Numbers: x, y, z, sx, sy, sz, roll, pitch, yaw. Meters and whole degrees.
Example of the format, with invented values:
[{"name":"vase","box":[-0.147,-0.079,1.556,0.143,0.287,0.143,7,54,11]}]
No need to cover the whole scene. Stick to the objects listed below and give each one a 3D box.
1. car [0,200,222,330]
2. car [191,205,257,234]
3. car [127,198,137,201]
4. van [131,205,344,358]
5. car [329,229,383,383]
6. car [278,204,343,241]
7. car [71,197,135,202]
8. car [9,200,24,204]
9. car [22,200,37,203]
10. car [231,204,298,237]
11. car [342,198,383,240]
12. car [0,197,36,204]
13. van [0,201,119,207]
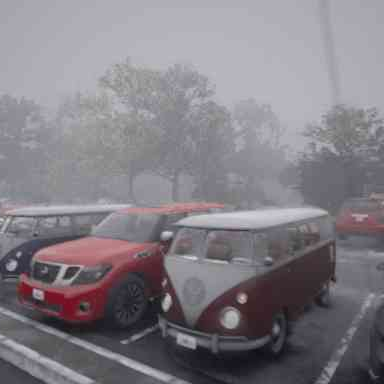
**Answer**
[{"name":"car","box":[-0.893,1.321,7.676,2.435,2.045,5.566,-1,0,36]},{"name":"car","box":[2.212,1.649,21.550,2.163,1.488,4.792,-1,0,36]},{"name":"car","box":[-2.275,1.541,24.850,2.185,1.767,4.553,-1,0,36]},{"name":"van","box":[1.215,1.324,6.053,1.878,1.987,4.442,-1,0,36]},{"name":"car","box":[3.641,1.525,4.444,2.231,1.521,4.892,-1,0,36]},{"name":"car","box":[6.759,1.569,18.547,1.946,1.575,5.366,-1,0,36]},{"name":"car","box":[-6.833,1.461,28.053,2.435,2.045,5.566,-1,0,36]},{"name":"car","box":[-15.860,1.837,34.578,2.002,1.452,4.674,-1,0,36]},{"name":"car","box":[-13.604,1.777,32.947,2.097,1.535,5.008,-1,0,36]},{"name":"car","box":[4.495,1.595,19.953,2.097,1.535,5.008,-1,0,36]},{"name":"car","box":[8.927,1.296,16.795,2.435,2.045,5.566,-1,0,36]},{"name":"car","box":[-18.143,1.692,36.176,2.185,1.767,4.553,-1,0,36]},{"name":"van","box":[-3.204,1.371,9.228,1.878,1.987,4.442,-1,0,36]}]
